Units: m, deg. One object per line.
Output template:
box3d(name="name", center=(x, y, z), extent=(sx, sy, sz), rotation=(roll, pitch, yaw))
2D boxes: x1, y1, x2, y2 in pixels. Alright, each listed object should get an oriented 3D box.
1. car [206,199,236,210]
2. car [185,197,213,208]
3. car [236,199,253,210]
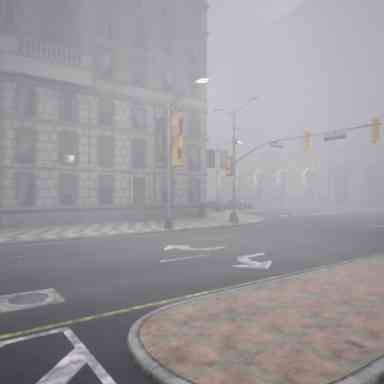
box3d(name="car", center=(3.246, 1.616, 42.882), extent=(1.994, 1.385, 4.181), rotation=(0, 0, -36))
box3d(name="car", center=(1.097, 1.564, 51.946), extent=(1.837, 1.490, 4.892), rotation=(0, 0, -35))
box3d(name="car", center=(6.187, 1.623, 44.787), extent=(1.994, 1.385, 4.181), rotation=(0, 0, -36))
